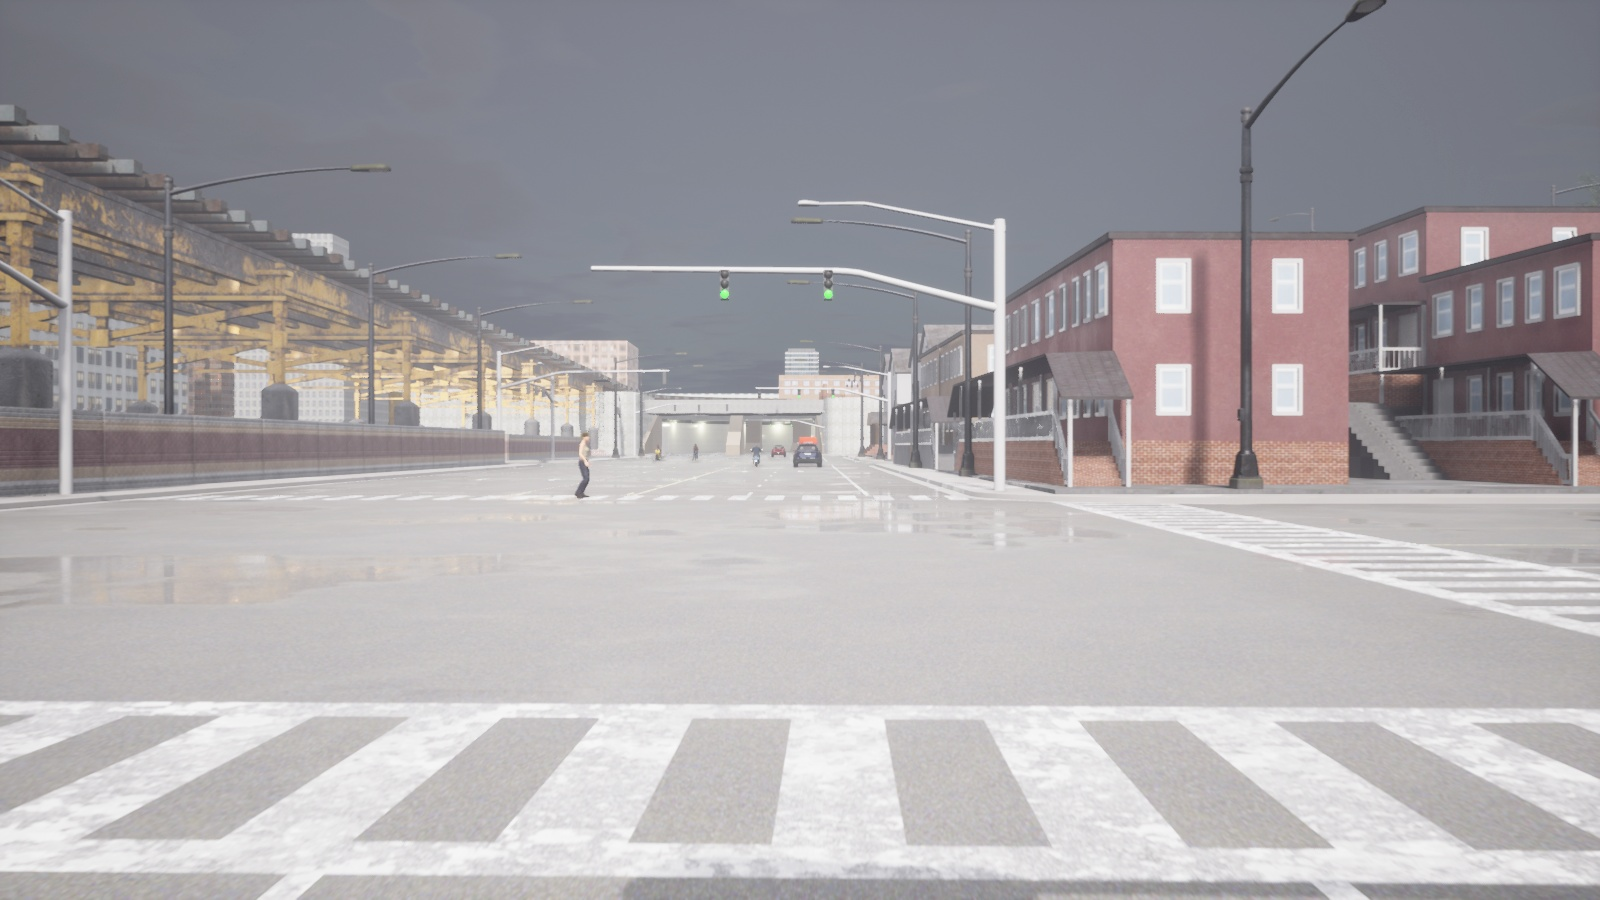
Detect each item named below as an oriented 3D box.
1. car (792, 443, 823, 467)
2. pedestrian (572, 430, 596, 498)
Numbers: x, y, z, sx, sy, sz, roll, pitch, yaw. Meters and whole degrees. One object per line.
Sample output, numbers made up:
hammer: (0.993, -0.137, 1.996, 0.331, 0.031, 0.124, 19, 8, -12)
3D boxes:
car: (0.520, 0.324, 86.107, 2.033, 1.649, 4.856, 0, 0, 0)
pedestrian: (-5.905, 0.386, 34.378, 0.594, 1.836, 0.345, 0, 0, 4)
